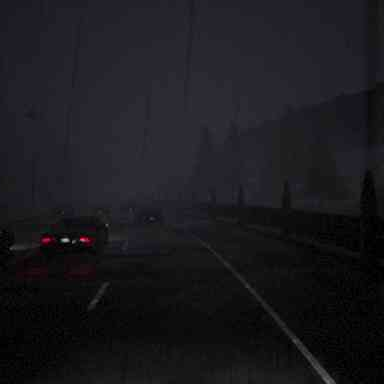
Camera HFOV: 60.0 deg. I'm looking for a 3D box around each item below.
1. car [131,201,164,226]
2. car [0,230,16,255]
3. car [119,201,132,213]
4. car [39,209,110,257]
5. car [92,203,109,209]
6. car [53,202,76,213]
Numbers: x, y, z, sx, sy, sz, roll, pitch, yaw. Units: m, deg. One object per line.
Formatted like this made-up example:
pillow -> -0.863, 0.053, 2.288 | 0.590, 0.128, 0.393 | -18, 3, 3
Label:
car -> -3.331, 1.676, 25.244 | 1.882, 1.535, 5.008 | 0, 0, -13
car -> -7.703, 1.651, 10.839 | 2.033, 1.411, 5.357 | 0, 0, -7
car -> -7.919, 1.839, 41.648 | 1.837, 1.490, 4.892 | 0, 0, -16
car -> -4.522, 1.661, 13.454 | 2.033, 1.411, 5.357 | 0, 0, -8
car -> -11.014, 1.929, 39.774 | 1.895, 1.301, 4.718 | 0, 0, -16
car -> -12.970, 1.782, 33.986 | 2.128, 1.511, 4.902 | 0, 0, -16
